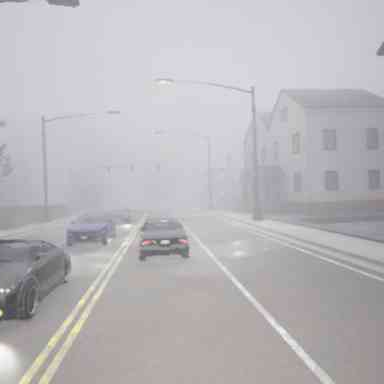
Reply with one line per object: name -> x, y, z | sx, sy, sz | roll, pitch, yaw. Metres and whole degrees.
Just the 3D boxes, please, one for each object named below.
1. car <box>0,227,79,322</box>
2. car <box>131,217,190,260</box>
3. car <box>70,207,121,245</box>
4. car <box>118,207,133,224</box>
car -> -4.188, 1.802, 7.564 | 1.994, 1.385, 4.181 | -2, -1, -6
car -> -1.184, 1.738, 13.483 | 2.033, 1.411, 5.357 | -2, -1, -7
car -> -5.238, 1.866, 17.804 | 1.882, 1.535, 5.008 | -2, -1, -6
car -> -6.522, 2.100, 30.581 | 1.812, 1.442, 4.674 | -2, 0, -6
